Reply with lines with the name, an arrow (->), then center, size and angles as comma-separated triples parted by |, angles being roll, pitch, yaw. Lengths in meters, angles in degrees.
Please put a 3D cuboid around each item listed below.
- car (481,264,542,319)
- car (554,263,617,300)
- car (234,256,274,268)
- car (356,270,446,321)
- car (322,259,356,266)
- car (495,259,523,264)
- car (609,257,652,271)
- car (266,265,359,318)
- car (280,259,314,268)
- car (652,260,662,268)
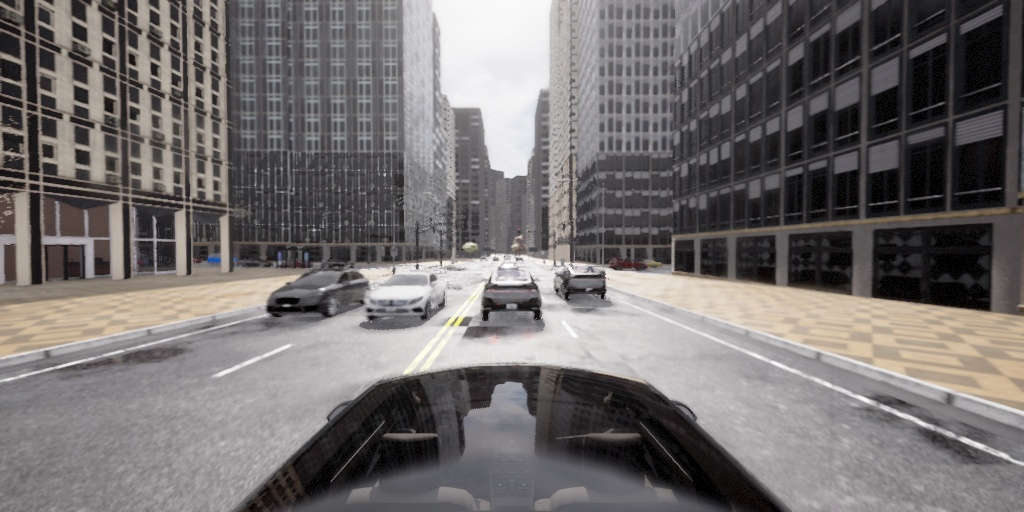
car -> -0.035, 1.209, 12.574 | 2.128, 1.511, 4.902 | 0, 0, -1
car -> 3.158, 1.187, 17.301 | 2.128, 1.511, 4.902 | 0, 0, -1
car -> -34.703, 0.991, 48.488 | 4.313, 1.339, 1.948 | 0, 0, 0
car -> -3.474, 1.249, 12.542 | 1.812, 1.442, 4.674 | 0, 0, -1
car -> -23.335, 1.074, 48.334 | 4.313, 1.339, 1.948 | 0, 0, 0
car -> -0.251, 1.206, 29.674 | 2.033, 1.411, 5.357 | 0, 0, -1
car -> 15.594, 1.094, 48.328 | 5.009, 1.841, 2.192 | 0, 0, 0
car -> -6.731, 1.235, 13.086 | 1.837, 1.490, 4.892 | 0, 0, -1
car -> -29.021, 1.049, 48.391 | 4.207, 1.307, 1.802 | 0, 0, 0
car -> 21.092, 1.183, 56.687 | 4.829, 1.417, 1.751 | 0, 0, 0
